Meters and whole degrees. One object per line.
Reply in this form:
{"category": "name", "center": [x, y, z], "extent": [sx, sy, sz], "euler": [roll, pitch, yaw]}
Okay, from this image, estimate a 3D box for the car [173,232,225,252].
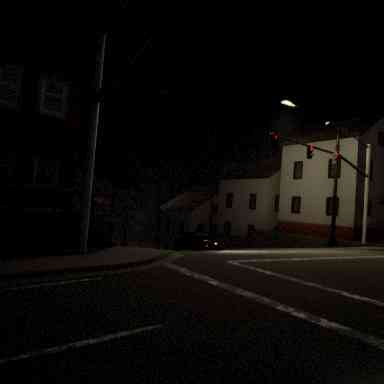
{"category": "car", "center": [0.424, 3.526, 23.647], "extent": [1.994, 1.385, 4.181], "euler": [6, -12, -35]}
